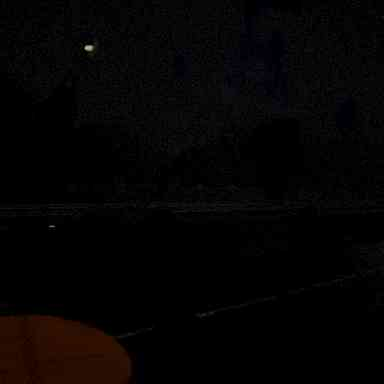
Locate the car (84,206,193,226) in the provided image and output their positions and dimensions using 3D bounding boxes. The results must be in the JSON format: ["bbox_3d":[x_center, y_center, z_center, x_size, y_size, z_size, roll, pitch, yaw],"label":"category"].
[{"bbox_3d":[-2.113,1.575,15.380,4.892,1.490,1.837,1,-1,-36],"label":"car"}]

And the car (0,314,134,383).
[{"bbox_3d":[-2.724,1.461,1.802,5.008,1.535,1.882,1,0,-35],"label":"car"}]

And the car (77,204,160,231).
[{"bbox_3d":[-4.826,1.577,22.043,4.902,1.511,2.128,1,0,-35],"label":"car"}]

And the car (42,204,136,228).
[{"bbox_3d":[-5.164,1.535,17.502,5.008,1.535,1.882,1,0,-35],"label":"car"}]
